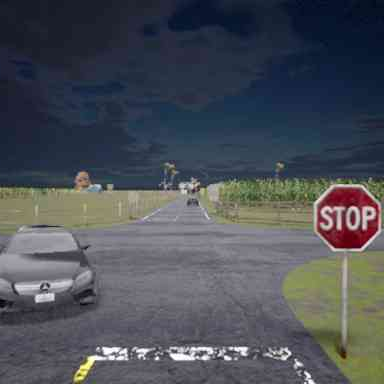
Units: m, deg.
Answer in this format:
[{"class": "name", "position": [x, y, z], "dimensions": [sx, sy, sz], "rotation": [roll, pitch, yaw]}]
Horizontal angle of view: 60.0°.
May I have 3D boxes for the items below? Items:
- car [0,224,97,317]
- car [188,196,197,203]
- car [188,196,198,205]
[{"class": "car", "position": [-3.450, 1.534, 7.739], "dimensions": [1.812, 1.442, 4.674], "rotation": [1, -1, -25]}, {"class": "car", "position": [0.084, 1.618, 72.767], "dimensions": [1.895, 1.301, 4.718], "rotation": [0, 0, 0]}, {"class": "car", "position": [0.167, 1.531, 57.888], "dimensions": [1.837, 1.490, 4.892], "rotation": [0, 0, 0]}]
